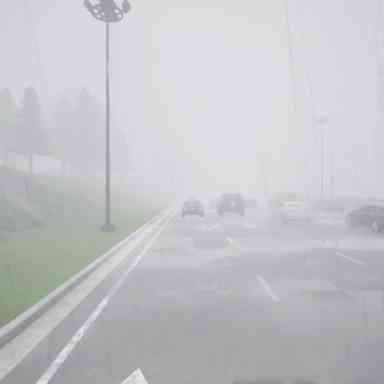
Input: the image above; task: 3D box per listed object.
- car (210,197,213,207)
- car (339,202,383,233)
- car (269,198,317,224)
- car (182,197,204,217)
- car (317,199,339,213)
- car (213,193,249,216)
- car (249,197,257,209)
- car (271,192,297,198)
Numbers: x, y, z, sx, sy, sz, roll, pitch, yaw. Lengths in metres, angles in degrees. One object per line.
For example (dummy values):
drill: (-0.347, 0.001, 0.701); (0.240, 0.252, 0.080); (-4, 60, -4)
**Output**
car: (3.481, 1.345, 46.043); (1.812, 1.442, 4.674); (0, 0, 0)
car: (10.570, 1.431, 18.967); (1.837, 1.490, 4.892); (0, 1, 0)
car: (7.062, 1.431, 23.895); (1.812, 1.442, 4.674); (0, 0, 0)
car: (0.054, 1.431, 29.428); (2.033, 1.411, 5.357); (0, 0, 0)
car: (13.995, 1.411, 34.380); (2.033, 1.411, 5.357); (0, 0, 0)
car: (3.463, 1.103, 30.608); (2.150, 2.045, 5.566); (0, 1, 0)
car: (7.019, 1.311, 42.302); (1.882, 1.535, 5.008); (0, 0, 0)
car: (10.513, 1.070, 38.378); (2.150, 2.045, 5.566); (0, 0, 0)
